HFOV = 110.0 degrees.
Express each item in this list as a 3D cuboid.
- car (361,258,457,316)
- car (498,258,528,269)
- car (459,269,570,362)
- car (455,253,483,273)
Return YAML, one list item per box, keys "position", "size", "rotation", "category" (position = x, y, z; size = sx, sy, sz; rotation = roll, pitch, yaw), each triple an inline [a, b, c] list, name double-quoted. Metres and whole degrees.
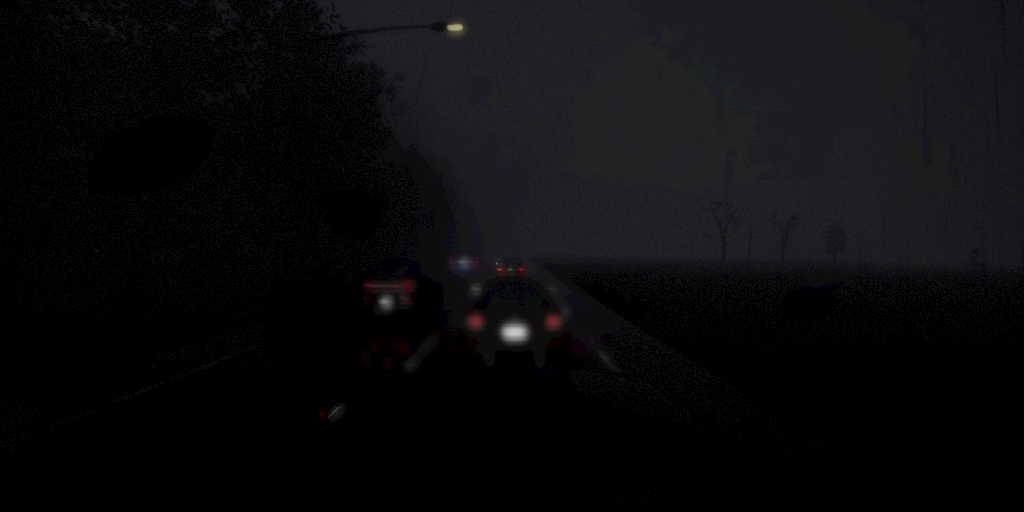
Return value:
- position: [-3.433, 1.007, 12.229]
  size: [2.128, 1.511, 4.902]
  rotation: [0, 1, 0]
  category: "car"
- position: [0.034, 0.817, 23.277]
  size: [2.033, 1.411, 5.357]
  rotation: [0, 1, 0]
  category: "car"
- position: [0.054, 1.176, 7.880]
  size: [1.994, 1.385, 4.181]
  rotation: [0, 1, 0]
  category: "car"
- position: [-3.455, 0.517, 27.992]
  size: [2.097, 1.767, 4.553]
  rotation: [0, 1, 0]
  category: "car"
